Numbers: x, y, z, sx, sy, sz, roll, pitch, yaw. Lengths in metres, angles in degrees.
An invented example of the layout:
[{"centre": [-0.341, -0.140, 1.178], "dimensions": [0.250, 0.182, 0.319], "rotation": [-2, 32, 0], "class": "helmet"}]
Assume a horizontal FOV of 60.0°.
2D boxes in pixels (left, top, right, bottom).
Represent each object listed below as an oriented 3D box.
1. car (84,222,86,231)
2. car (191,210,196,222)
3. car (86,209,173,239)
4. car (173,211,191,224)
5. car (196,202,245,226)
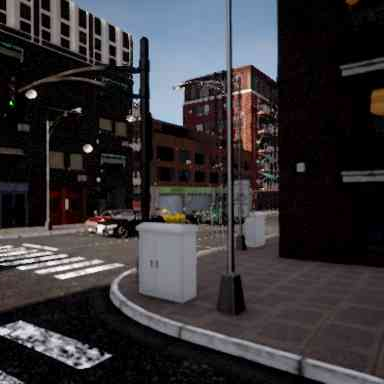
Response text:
[{"centre": [-5.480, 1.965, 23.183], "dimensions": [1.967, 1.590, 4.097], "rotation": [-2, -2, 35], "class": "car"}, {"centre": [0.843, 2.301, 32.238], "dimensions": [1.947, 1.339, 4.313], "rotation": [-2, -2, 35], "class": "car"}, {"centre": [-3.772, 1.978, 20.986], "dimensions": [2.128, 1.511, 4.902], "rotation": [-1, -1, 38], "class": "car"}, {"centre": [-2.416, 2.152, 27.570], "dimensions": [1.752, 1.417, 4.829], "rotation": [-2, -2, 35], "class": "car"}, {"centre": [3.053, 1.935, 30.859], "dimensions": [2.150, 2.045, 5.566], "rotation": [-1, -1, 35], "class": "car"}]
